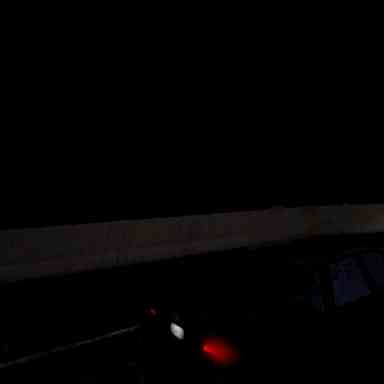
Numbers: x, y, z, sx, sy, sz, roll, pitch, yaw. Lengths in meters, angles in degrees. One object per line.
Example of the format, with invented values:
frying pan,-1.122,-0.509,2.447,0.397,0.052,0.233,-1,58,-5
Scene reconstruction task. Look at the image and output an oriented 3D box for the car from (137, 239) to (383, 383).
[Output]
car,1.935,1.432,4.859,5.357,1.411,2.033,-2,1,-33
